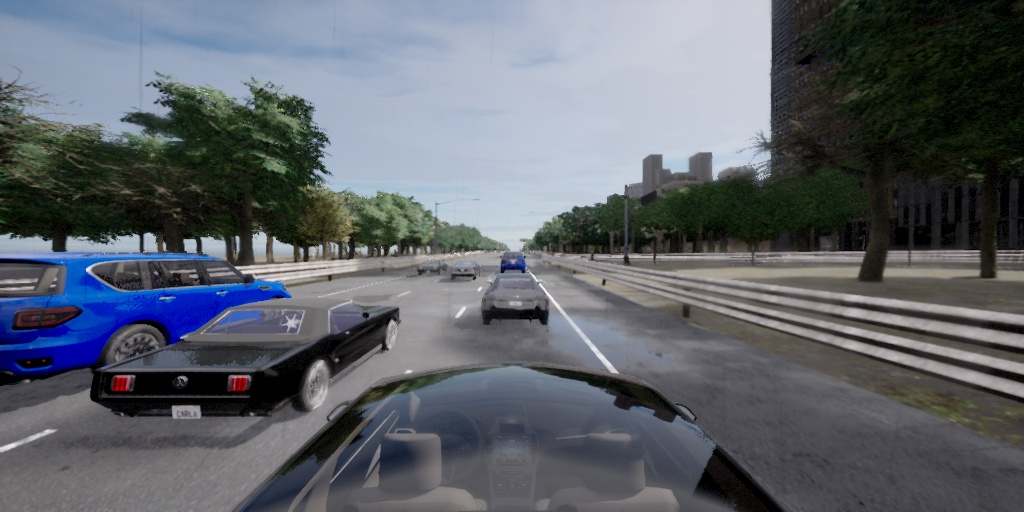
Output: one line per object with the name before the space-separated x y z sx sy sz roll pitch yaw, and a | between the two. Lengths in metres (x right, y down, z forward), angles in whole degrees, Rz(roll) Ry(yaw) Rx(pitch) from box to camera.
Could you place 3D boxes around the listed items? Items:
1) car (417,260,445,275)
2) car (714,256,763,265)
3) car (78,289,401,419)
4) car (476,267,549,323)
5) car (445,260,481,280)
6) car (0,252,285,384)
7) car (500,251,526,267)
car | -6.909 0.982 31.773 1.895 1.301 4.718 0 1 0
car | 25.656 0.348 40.782 1.895 1.301 4.718 0 0 -38
car | -3.403 1.340 5.976 1.895 1.301 4.718 0 0 0
car | 0.096 1.251 11.839 1.994 1.385 4.181 0 1 0
car | -3.409 1.002 27.114 2.033 1.411 5.357 0 1 0
car | -6.903 0.953 7.153 2.150 2.045 5.566 0 0 0
car | 0.089 0.593 32.386 2.150 2.045 5.566 0 1 0
